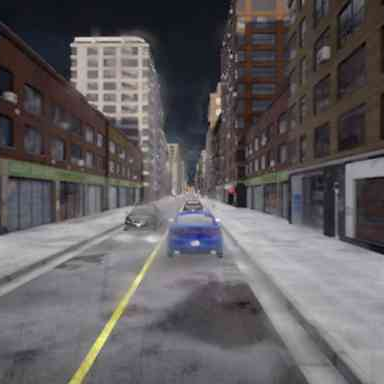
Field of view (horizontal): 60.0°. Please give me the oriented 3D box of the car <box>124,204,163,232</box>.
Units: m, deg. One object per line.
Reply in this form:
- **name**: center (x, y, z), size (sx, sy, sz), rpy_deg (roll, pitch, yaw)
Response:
- **car**: center (-2.842, 1.503, 20.105), size (1.837, 1.490, 4.892), rpy_deg (0, 0, 0)

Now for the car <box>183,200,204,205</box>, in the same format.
- **car**: center (0.110, 1.494, 32.663), size (2.128, 1.511, 4.902), rpy_deg (0, 0, 0)

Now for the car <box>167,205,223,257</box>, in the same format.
- **car**: center (0.105, 1.475, 12.952), size (1.882, 1.535, 5.008), rpy_deg (0, 0, 0)
